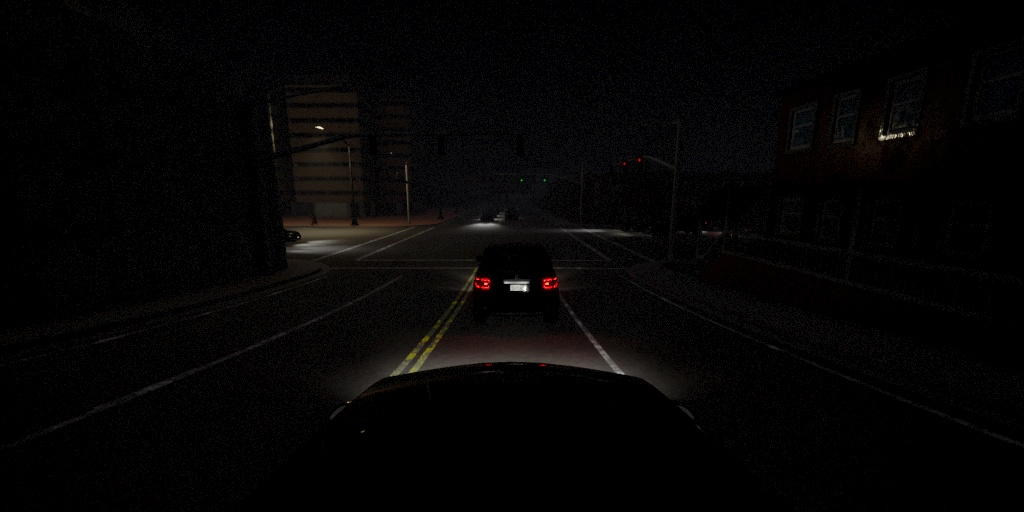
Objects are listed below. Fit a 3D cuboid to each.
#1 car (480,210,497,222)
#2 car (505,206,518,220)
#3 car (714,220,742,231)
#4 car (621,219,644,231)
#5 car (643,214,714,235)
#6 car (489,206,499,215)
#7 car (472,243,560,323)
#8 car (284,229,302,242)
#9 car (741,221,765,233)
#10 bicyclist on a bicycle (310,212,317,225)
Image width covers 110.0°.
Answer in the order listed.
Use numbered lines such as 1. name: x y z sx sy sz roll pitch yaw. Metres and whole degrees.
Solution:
1. car: -3.695 -5.862 54.075 1.895 1.301 4.718 0 10 0
2. car: -0.023 -6.790 58.049 2.097 1.767 4.553 0 10 0
3. car: 23.856 -3.550 40.090 4.674 1.442 1.812 0 10 0
4. car: 14.777 -3.482 40.137 4.718 1.301 1.895 0 10 0
5. car: 16.898 -3.265 36.609 5.566 2.045 2.150 0 10 0
6. car: -3.687 -7.428 62.822 1.812 1.442 4.674 0 10 0
7. car: 0.068 0.598 10.792 2.150 2.045 5.566 0 5 -1
8. car: -20.089 -1.796 29.591 4.892 1.490 1.837 0 10 0
9. car: 26.693 -2.959 36.640 4.674 1.442 1.812 0 10 0
10. bicyclist on a bicycle: -25.350 -4.769 45.820 0.582 1.620 1.656 0 10 0
